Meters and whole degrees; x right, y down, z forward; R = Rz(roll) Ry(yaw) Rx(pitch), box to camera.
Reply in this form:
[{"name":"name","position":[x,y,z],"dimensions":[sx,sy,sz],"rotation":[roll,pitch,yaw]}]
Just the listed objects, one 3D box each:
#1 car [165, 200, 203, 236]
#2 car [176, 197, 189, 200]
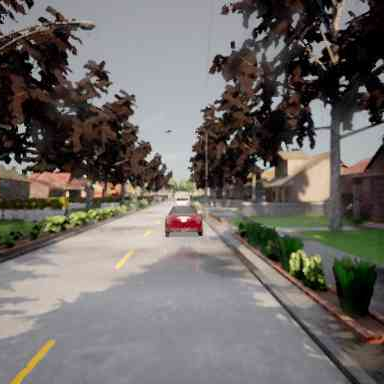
[{"name":"car","position":[-0.500,1.545,19.941],"dimensions":[2.097,1.767,4.553],"rotation":[0,-1,-2]},{"name":"car","position":[-1.347,1.673,46.570],"dimensions":[2.150,2.045,5.566],"rotation":[0,0,-2]}]
